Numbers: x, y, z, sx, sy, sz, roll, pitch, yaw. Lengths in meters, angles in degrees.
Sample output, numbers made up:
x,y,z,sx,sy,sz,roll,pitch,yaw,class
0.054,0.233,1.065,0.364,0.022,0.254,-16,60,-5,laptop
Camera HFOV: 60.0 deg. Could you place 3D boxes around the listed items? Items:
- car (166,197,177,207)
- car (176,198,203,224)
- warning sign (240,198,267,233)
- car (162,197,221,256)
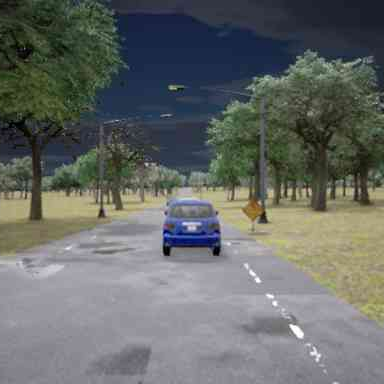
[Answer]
x,y,z,sx,sy,sz,roll,pitch,yaw,class
-4.312,2.122,70.890,2.150,2.045,5.566,0,-1,-1,car
-0.221,1.560,29.032,2.150,2.045,5.566,0,-1,-1,car
3.487,1.323,18.969,1.300,1.860,1.060,1,0,-1,warning sign
-0.022,1.365,14.024,2.150,2.045,5.566,0,-1,0,car
